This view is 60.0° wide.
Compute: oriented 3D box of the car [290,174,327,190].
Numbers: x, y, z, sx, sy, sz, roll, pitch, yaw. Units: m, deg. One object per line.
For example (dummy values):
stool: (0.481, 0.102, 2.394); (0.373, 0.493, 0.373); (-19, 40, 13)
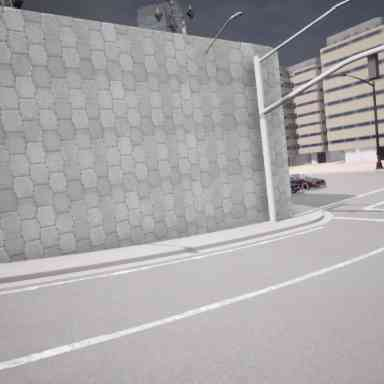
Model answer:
car: (9.542, -0.945, 30.712); (2.033, 1.411, 5.357); (-10, 6, -35)

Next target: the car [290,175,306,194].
car: (6.906, -0.375, 28.453); (1.895, 1.301, 4.718); (-10, 6, -35)
